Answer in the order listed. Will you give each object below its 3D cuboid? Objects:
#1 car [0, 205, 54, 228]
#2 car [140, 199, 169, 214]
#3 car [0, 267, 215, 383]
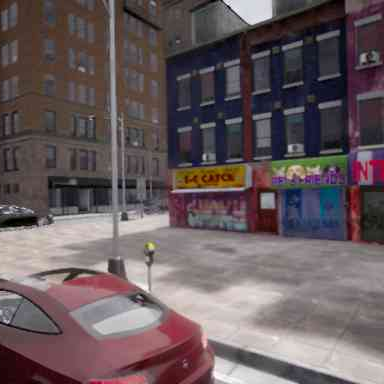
[{"bbox_3d":[-10.596,1.517,19.418,2.128,1.511,4.902,-2,-1,36],"label":"car"},{"bbox_3d":[-3.277,1.458,34.688,2.128,1.511,4.902,-2,-1,36],"label":"car"},{"bbox_3d":[-1.717,1.610,4.045,4.206,1.307,1.802,-1,-1,35],"label":"car"}]
